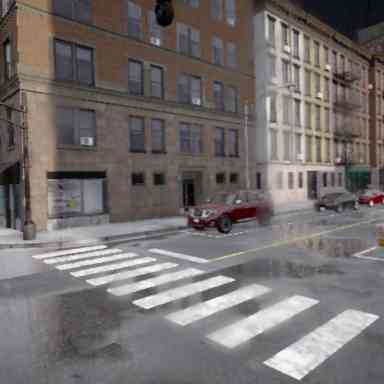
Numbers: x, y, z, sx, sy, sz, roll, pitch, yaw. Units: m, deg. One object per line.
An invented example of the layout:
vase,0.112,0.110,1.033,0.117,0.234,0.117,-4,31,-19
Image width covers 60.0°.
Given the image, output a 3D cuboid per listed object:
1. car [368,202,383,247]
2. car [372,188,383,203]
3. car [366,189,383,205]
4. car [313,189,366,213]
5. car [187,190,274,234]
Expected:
car,7.540,1.067,10.625,4.829,1.417,1.752,-3,2,-42
car,18.927,0.275,31.667,4.206,1.307,1.802,-3,2,-42
car,14.708,0.451,27.871,4.507,1.381,1.887,-3,2,-42
car,10.490,0.684,24.076,4.313,1.339,1.947,-3,2,-42
car,2.047,0.857,16.478,5.009,1.841,2.192,-3,2,-42
